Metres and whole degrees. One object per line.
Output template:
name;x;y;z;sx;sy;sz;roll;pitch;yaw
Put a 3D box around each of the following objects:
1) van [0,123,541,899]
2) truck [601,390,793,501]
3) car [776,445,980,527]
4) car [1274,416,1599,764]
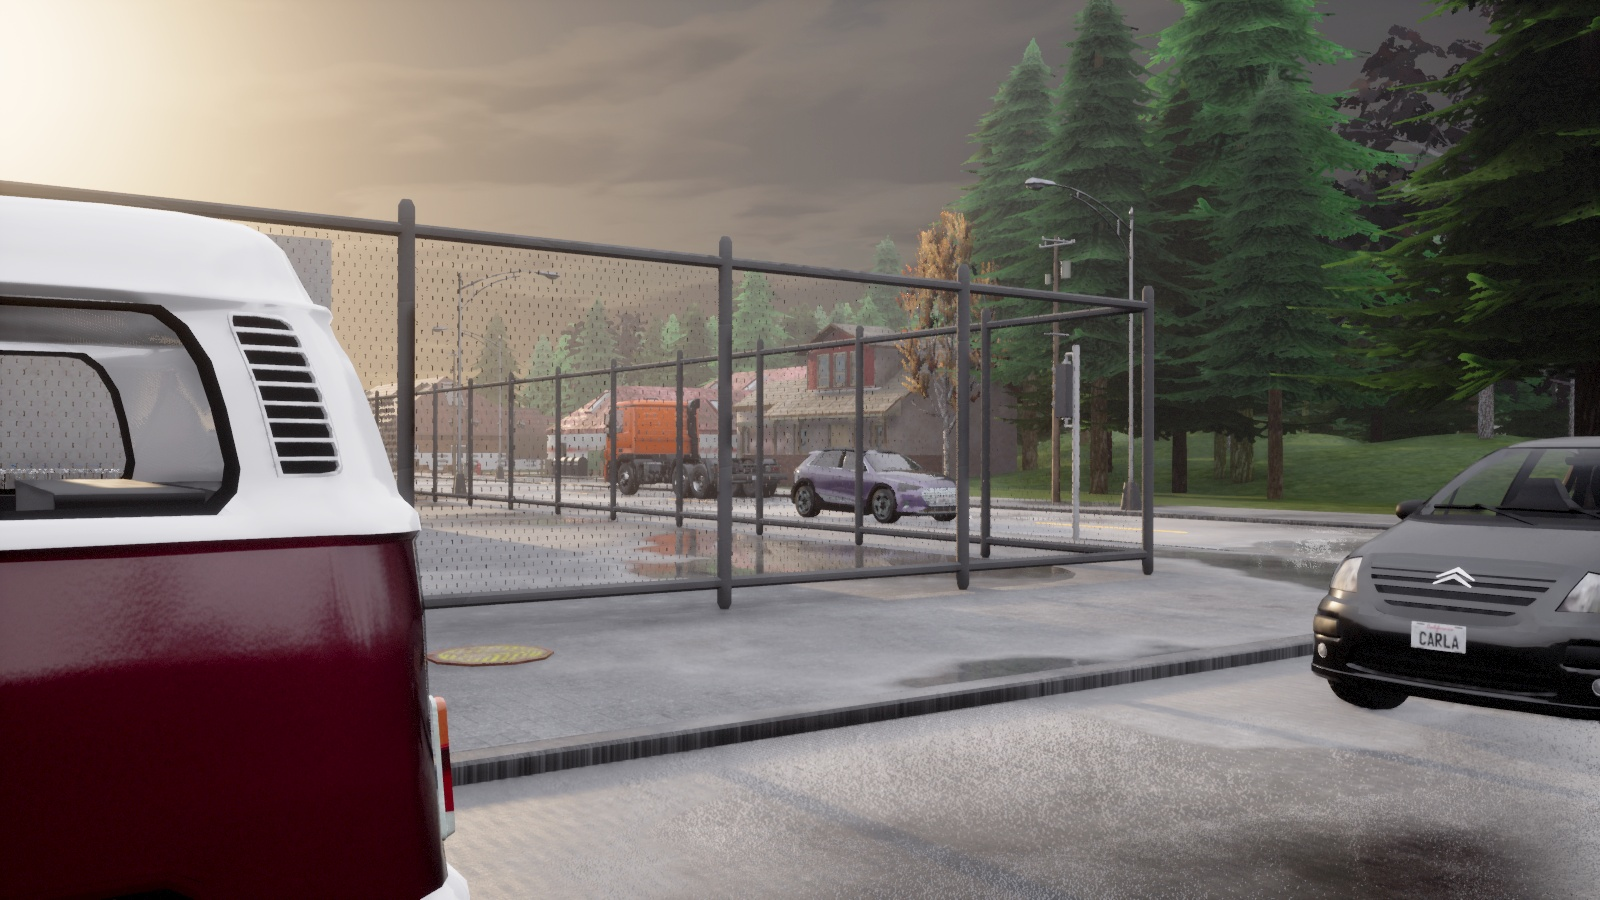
van;-2.974;0.480;2.203;4.480;2.038;2.069;0;0;-35
truck;-3.727;-0.123;43.236;2.891;3.462;7.936;0;0;-36
car;1.652;0.738;28.427;2.033;1.649;4.856;0;1;-35
car;4.842;0.651;7.619;3.988;1.617;1.851;0;0;-38
